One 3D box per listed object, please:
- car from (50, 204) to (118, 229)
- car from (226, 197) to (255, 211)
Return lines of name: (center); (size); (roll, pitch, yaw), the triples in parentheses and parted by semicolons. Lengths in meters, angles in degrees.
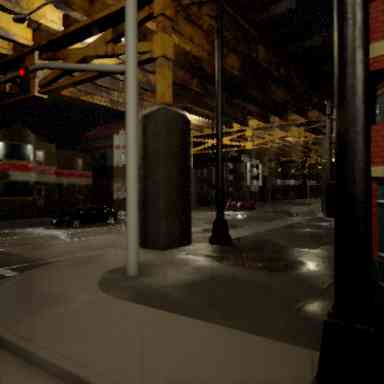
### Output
car: (-7.318, 1.632, 23.014); (1.837, 1.490, 4.892); (0, 0, 35)
car: (6.166, 1.444, 42.069); (2.097, 1.767, 4.553); (0, 0, 36)
